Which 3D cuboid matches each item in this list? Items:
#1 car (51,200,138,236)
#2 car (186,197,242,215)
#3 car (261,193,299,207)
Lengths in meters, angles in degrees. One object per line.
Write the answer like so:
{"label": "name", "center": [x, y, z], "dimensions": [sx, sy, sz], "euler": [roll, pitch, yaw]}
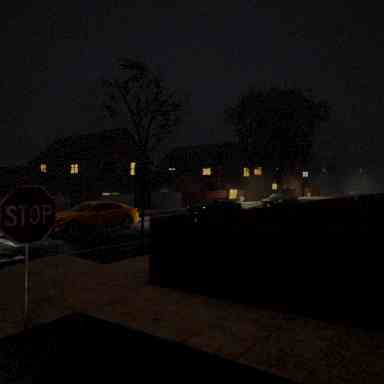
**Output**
{"label": "car", "center": [-5.020, 1.197, 16.890], "dimensions": [1.882, 1.535, 5.008], "euler": [1, 2, 40]}
{"label": "car", "center": [1.689, 1.095, 24.754], "dimensions": [1.895, 1.301, 4.718], "euler": [1, 2, 41]}
{"label": "car", "center": [8.853, 0.799, 33.135], "dimensions": [2.033, 1.411, 5.357], "euler": [1, 2, 40]}
